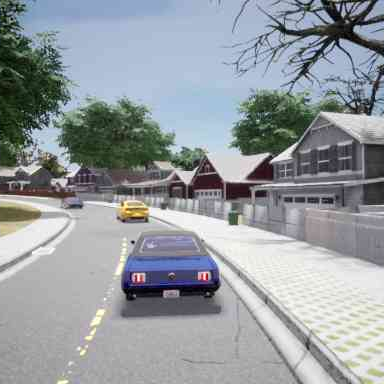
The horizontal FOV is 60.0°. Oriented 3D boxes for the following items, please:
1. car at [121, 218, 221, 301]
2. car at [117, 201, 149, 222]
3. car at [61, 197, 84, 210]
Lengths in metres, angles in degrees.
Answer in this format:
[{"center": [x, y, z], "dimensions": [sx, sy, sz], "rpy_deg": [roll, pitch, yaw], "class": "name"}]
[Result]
[{"center": [-0.607, 1.596, 8.368], "dimensions": [1.895, 1.301, 4.718], "rpy_deg": [0, 0, -6], "class": "car"}, {"center": [-4.615, 1.394, 25.552], "dimensions": [1.882, 1.535, 5.008], "rpy_deg": [0, 0, -19], "class": "car"}, {"center": [-14.288, 1.299, 39.560], "dimensions": [2.033, 1.411, 5.357], "rpy_deg": [0, 1, -31], "class": "car"}]
